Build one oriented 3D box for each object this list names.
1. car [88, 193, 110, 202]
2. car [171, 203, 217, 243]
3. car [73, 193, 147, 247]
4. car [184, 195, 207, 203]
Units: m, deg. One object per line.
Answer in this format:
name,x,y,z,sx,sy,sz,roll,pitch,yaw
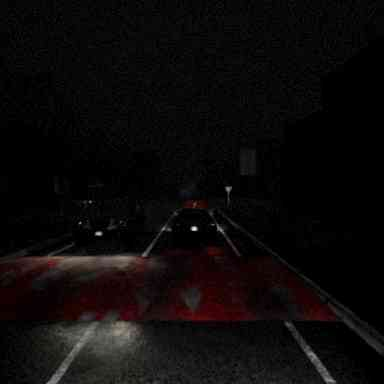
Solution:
car,-16.456,0.885,59.086,1.994,1.385,4.181,0,1,16
car,0.095,1.448,15.547,1.994,1.385,4.181,0,1,0
car,-3.344,1.112,14.701,2.150,2.045,5.566,0,1,0
car,0.333,1.092,31.923,2.097,1.767,4.553,0,1,2
